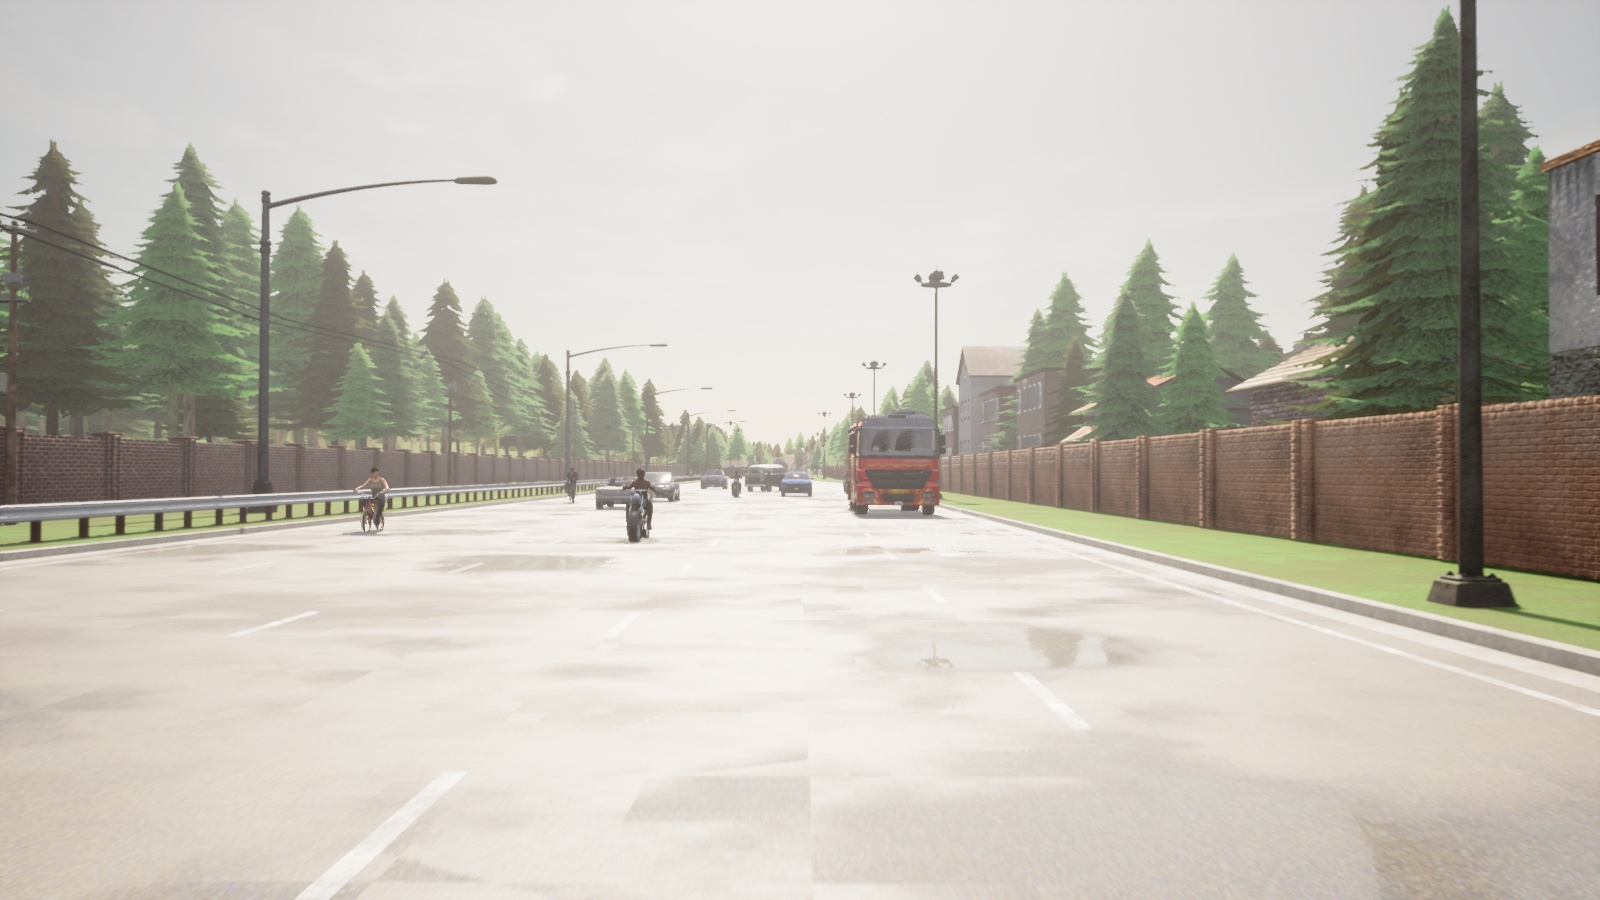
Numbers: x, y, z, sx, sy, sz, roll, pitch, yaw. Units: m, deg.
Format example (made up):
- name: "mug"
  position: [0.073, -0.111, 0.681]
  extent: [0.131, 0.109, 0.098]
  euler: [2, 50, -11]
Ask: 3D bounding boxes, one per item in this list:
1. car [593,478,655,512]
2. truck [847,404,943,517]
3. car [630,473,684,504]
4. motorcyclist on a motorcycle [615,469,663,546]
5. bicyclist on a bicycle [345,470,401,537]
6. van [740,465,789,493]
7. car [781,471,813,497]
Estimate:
- name: "car"
  position: [-7.127, 1.803, 51.317]
  extent: [1.895, 1.301, 4.718]
  euler: [0, -1, 0]
- name: "truck"
  position: [3.380, 0.422, 46.935]
  extent: [2.891, 3.827, 8.468]
  euler: [0, -1, 0]
- name: "car"
  position: [-7.157, 1.902, 63.282]
  extent: [2.163, 1.488, 4.792]
  euler: [0, -1, 0]
- name: "motorcyclist on a motorcycle"
  position: [-3.570, 1.248, 27.983]
  extent: [0.766, 1.649, 2.350]
  euler: [0, -1, 0]
- name: "bicyclist on a bicycle"
  position: [-10.573, 1.315, 31.164]
  extent: [0.866, 1.612, 1.509]
  euler: [0, -1, 0]
- name: "van"
  position: [-2.594, 2.117, 93.718]
  extent: [2.069, 2.038, 4.480]
  euler: [-1, -1, 21]
- name: "car"
  position: [-0.192, 2.087, 77.280]
  extent: [1.882, 1.535, 5.008]
  euler: [0, -1, 0]
